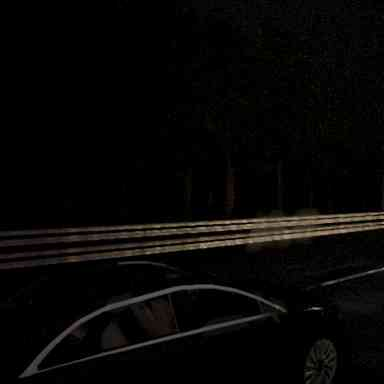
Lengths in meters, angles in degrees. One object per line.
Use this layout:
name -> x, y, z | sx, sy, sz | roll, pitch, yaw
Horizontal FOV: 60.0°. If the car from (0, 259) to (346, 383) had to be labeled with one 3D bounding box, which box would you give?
car -> -0.303, 1.510, 3.531 | 4.902, 1.511, 2.128 | 1, 0, -36
